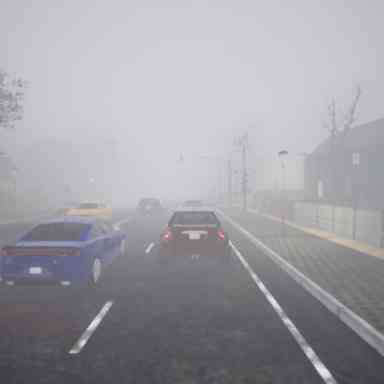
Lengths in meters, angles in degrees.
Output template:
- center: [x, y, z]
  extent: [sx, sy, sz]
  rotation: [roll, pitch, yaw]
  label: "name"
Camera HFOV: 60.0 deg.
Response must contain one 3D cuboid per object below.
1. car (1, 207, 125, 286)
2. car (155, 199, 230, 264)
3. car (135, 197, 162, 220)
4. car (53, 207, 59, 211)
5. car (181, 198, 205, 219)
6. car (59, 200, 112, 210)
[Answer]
- center: [-3.172, 1.415, 9.233]
  extent: [1.882, 1.535, 5.008]
  rotation: [0, 1, 0]
  label: "car"
- center: [0.081, 1.274, 11.595]
  extent: [2.097, 1.767, 4.553]
  rotation: [0, 0, 0]
  label: "car"
- center: [-3.176, 1.180, 26.505]
  extent: [2.097, 1.767, 4.553]
  rotation: [0, 0, 0]
  label: "car"
- center: [-9.850, 1.366, 28.119]
  extent: [2.033, 1.411, 5.357]
  rotation: [0, 0, 0]
  label: "car"
- center: [0.076, 1.296, 28.223]
  extent: [1.882, 1.535, 5.008]
  rotation: [0, 0, 0]
  label: "car"
- center: [-6.606, 1.335, 21.764]
  extent: [1.882, 1.535, 5.008]
  rotation: [0, 0, 0]
  label: "car"
